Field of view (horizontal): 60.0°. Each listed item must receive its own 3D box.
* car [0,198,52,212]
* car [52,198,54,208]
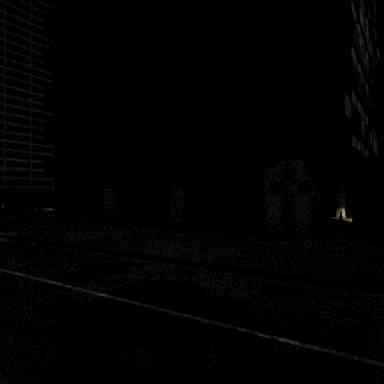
[{"bbox_3d":[-19.781,1.486,39.431,2.128,1.511,4.902,0,0,33],"label":"car"},{"bbox_3d":[-18.246,1.215,48.159,2.150,2.045,5.566,0,0,33],"label":"car"}]
